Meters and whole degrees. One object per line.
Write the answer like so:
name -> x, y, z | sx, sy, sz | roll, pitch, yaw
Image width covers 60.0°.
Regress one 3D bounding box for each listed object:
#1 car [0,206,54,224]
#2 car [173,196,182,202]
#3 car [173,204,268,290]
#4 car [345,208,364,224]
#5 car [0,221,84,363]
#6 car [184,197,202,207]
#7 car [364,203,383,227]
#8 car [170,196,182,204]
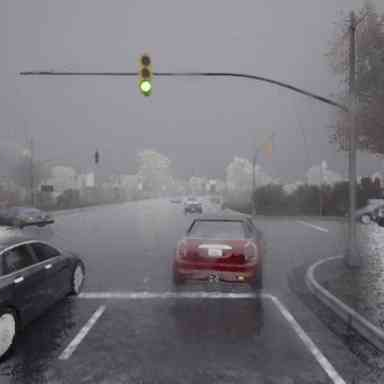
car -> -11.363, 1.606, 21.453 | 5.357, 1.411, 2.033 | 0, 0, 26
car -> -3.456, 1.620, 80.112 | 1.994, 1.385, 4.181 | 0, 0, 1
car -> 0.994, 1.377, 9.488 | 2.097, 1.767, 4.553 | 0, 0, 13
car -> 13.987, 1.572, 24.722 | 4.892, 1.490, 1.837 | 0, 0, 3
car -> -3.401, 1.521, 5.811 | 1.837, 1.490, 4.892 | 0, 0, 0
car -> 0.100, 1.624, 36.339 | 1.812, 1.442, 4.674 | 0, 0, 0
car -> 14.466, 1.279, 21.188 | 5.566, 2.045, 2.150 | 0, 0, 3
car -> -3.496, 1.735, 70.085 | 1.994, 1.385, 4.181 | 0, 0, 0
